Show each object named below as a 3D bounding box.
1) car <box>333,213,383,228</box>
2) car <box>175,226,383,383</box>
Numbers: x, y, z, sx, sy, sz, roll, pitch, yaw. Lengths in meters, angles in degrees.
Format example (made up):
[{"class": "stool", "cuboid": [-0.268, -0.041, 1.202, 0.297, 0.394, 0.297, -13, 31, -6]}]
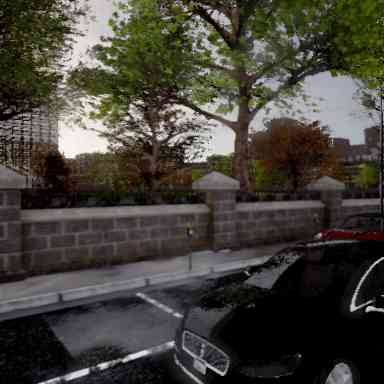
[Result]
[{"class": "car", "cuboid": [5.625, 1.407, 10.598, 4.097, 1.590, 1.967, 0, 0, -36]}, {"class": "car", "cuboid": [2.048, 1.493, 4.727, 4.892, 1.490, 1.837, 0, 0, -36]}]
